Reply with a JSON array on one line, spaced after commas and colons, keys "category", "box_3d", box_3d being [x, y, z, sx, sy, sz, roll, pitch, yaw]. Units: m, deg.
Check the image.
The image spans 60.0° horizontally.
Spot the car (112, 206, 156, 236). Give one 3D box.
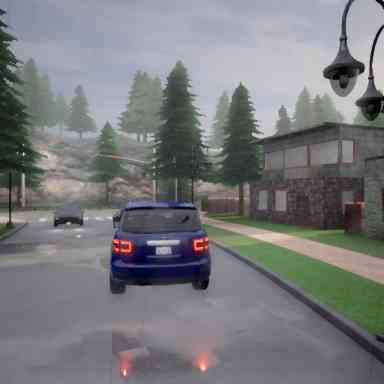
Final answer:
[{"category": "car", "box_3d": [-3.535, 1.601, 19.482, 1.895, 1.301, 4.718, 0, 0, -18]}]

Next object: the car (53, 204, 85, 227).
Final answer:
[{"category": "car", "box_3d": [-8.537, 1.555, 23.133, 2.033, 1.411, 5.357, 0, 0, -19]}]

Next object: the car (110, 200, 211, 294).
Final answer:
[{"category": "car", "box_3d": [-0.977, 1.221, 9.049, 2.150, 2.045, 5.566, 0, 0, -9]}]
